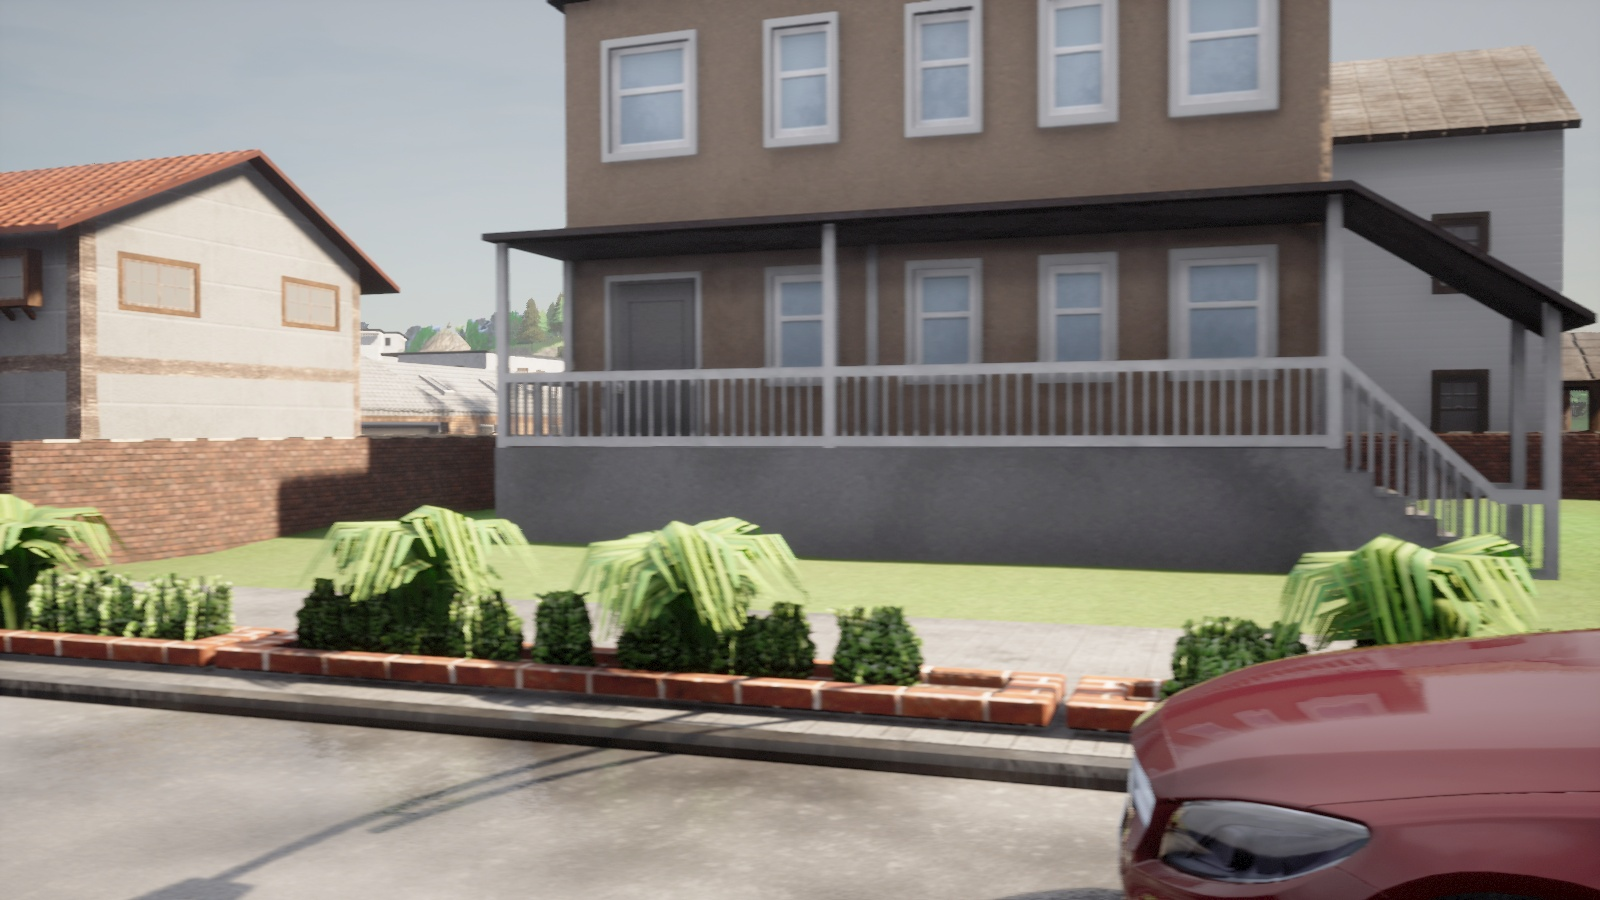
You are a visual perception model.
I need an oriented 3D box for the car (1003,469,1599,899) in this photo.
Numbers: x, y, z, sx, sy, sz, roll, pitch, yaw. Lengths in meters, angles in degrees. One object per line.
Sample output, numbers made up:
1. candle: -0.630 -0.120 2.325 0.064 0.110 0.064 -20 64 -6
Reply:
1. car: 2.927 0.820 2.714 4.674 1.442 1.812 1 1 19
